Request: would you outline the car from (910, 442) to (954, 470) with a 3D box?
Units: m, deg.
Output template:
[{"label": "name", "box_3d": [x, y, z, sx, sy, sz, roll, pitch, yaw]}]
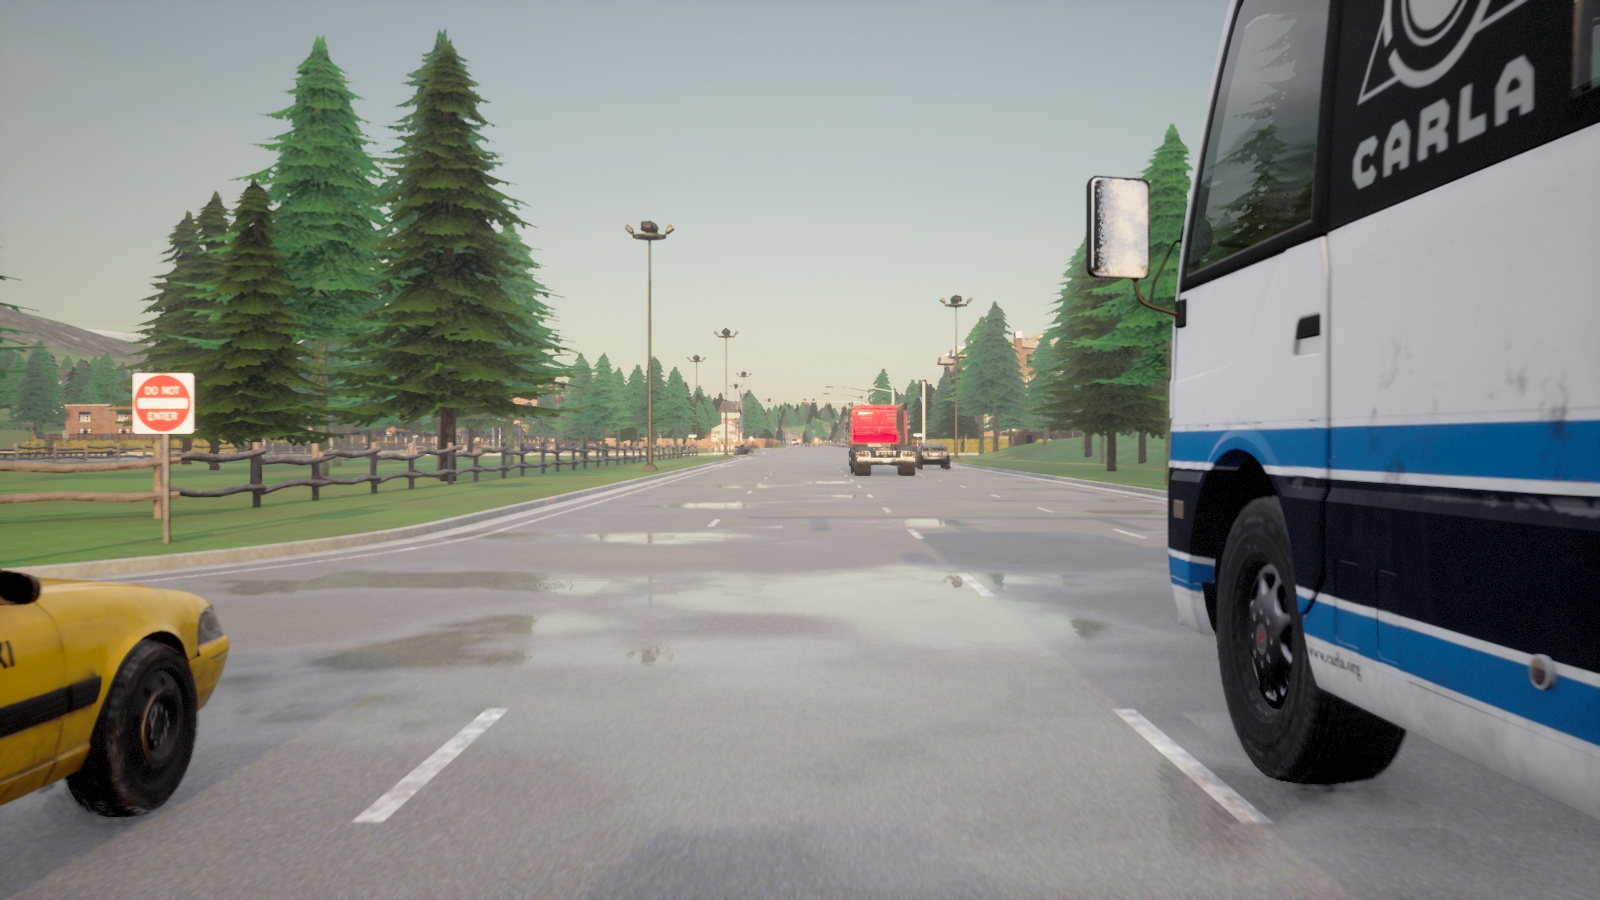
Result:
[{"label": "car", "box_3d": [7.421, 0.296, 71.075, 2.007, 1.525, 4.514, 0, 0, 0]}]

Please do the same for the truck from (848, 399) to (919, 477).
[{"label": "truck", "box_3d": [3.857, -0.570, 59.677, 2.891, 3.462, 7.936, 0, 0, 0]}]

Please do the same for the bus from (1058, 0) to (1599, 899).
[{"label": "bus", "box_3d": [3.531, -0.642, 2.549, 3.944, 4.253, 10.273, 0, 0, 0]}]

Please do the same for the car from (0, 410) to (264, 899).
[{"label": "car", "box_3d": [-3.466, 0.664, 3.296, 1.801, 1.575, 5.366, 0, 0, 0]}]
